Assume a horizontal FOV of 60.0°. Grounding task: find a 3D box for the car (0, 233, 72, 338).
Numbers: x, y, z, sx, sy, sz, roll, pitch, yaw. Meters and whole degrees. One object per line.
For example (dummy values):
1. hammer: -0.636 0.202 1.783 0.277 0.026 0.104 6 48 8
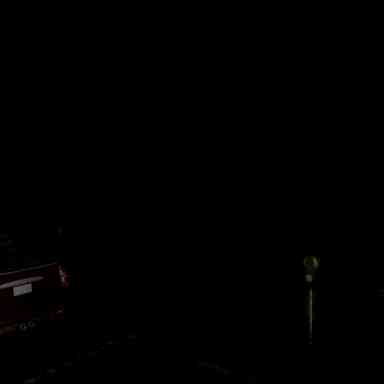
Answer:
1. car: -4.033 1.440 5.949 4.097 1.590 1.967 0 0 35
